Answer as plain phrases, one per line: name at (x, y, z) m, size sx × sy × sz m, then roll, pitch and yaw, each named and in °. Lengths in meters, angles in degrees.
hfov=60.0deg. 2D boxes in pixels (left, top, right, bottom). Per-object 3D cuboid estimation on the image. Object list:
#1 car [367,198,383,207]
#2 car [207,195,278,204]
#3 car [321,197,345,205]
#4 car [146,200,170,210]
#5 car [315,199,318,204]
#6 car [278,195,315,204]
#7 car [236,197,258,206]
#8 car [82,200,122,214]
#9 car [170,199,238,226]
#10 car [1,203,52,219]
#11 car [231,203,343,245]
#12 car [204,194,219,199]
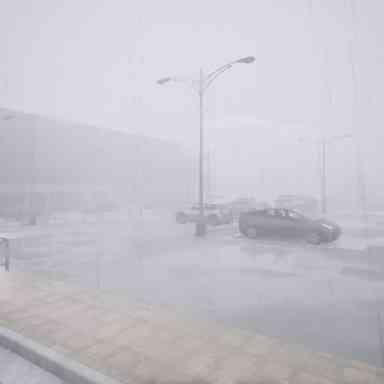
car at (28.091, 1.576, 49.298) m, size 3.806 × 1.475 × 1.970 m, roll 0°, pitch 0°, yaw 35°
car at (4.196, 1.345, 27.851) m, size 5.027 × 1.636 × 2.152 m, roll 0°, pitch 0°, yaw 35°
car at (23.748, 1.565, 56.014) m, size 3.633 × 1.501 × 1.845 m, roll 0°, pitch 0°, yaw 35°
car at (-4.487, 1.740, 46.313) m, size 1.994 × 1.385 × 4.181 m, roll 0°, pitch 0°, yaw 36°
car at (12.916, 1.289, 40.913) m, size 4.605 × 1.855 × 1.932 m, roll 0°, pitch 0°, yaw 35°
car at (11.577, 1.269, 38.302) m, size 3.866 × 1.878 × 1.905 m, roll 0°, pitch 0°, yaw 35°
car at (10.053, 1.668, 60.520) m, size 2.128 × 1.511 × 4.902 m, roll 0°, pitch 0°, yaw 35°
car at (-10.269, 1.681, 38.161) m, size 1.837 × 1.490 × 4.892 m, roll 0°, pitch 0°, yaw 35°
car at (0.758, 1.424, 22.422) m, size 3.806 × 1.475 × 1.970 m, roll 0°, pitch 0°, yaw 35°
car at (-15.346, 1.740, 30.977) m, size 1.994 × 1.385 × 4.181 m, roll 0°, pitch 0°, yaw 35°
car at (4.403, 1.490, 15.364) m, size 4.514 × 1.523 × 2.007 m, roll 0°, pitch 0°, yaw 35°
car at (3.921, 1.398, 51.818) m, size 2.150 × 2.045 × 5.566 m, roll 0°, pitch 0°, yaw 35°
